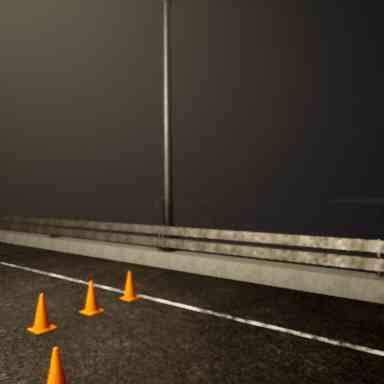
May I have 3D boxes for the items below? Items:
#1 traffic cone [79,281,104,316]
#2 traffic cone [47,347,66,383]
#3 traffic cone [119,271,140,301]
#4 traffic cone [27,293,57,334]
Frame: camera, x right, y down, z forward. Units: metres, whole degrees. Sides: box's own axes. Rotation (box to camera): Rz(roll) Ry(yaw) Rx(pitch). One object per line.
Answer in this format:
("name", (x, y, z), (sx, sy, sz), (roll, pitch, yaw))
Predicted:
("traffic cone", (-1.940, 2.008, 6.409), (0.340, 0.580, 0.340), (-1, 0, 36))
("traffic cone", (-1.480, 1.988, 3.619), (0.340, 0.580, 0.340), (-1, 0, 36))
("traffic cone", (-1.357, 2.008, 7.222), (0.340, 0.580, 0.340), (-1, 0, 36))
("traffic cone", (-2.523, 2.007, 5.597), (0.340, 0.580, 0.340), (-1, 0, 36))
